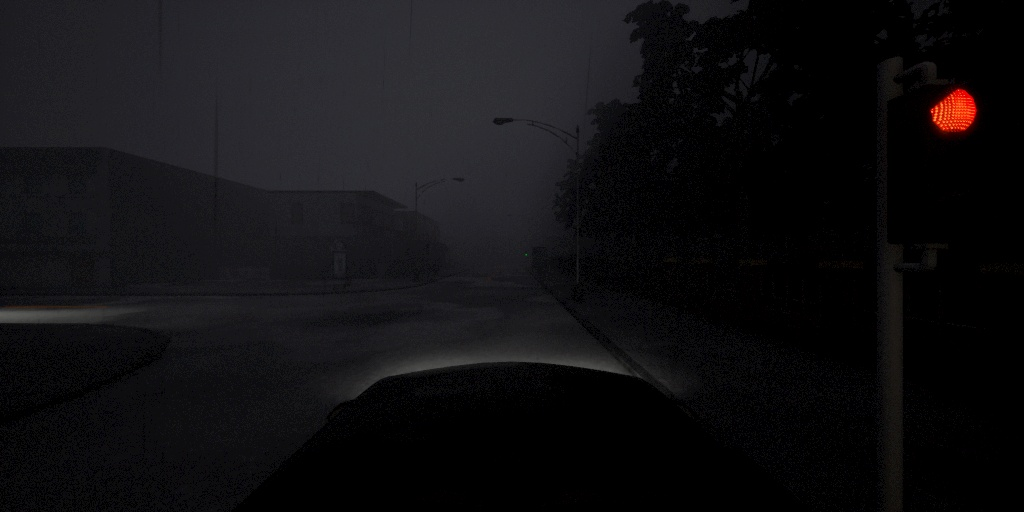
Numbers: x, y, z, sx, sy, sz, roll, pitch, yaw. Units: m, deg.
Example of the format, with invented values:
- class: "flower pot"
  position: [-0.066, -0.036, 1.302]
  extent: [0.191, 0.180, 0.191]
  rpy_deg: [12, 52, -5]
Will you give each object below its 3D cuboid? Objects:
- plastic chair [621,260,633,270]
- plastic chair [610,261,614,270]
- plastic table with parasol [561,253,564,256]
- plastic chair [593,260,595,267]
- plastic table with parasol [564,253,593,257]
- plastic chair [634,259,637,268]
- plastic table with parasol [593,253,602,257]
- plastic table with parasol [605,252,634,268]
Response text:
- class: "plastic chair"
  position: [16.022, 1.296, 50.184]
  extent: [0.750, 1.272, 0.730]
  rpy_deg: [0, 0, -40]
- class: "plastic chair"
  position: [14.316, 1.306, 50.280]
  extent: [0.730, 1.272, 0.750]
  rpy_deg: [0, 0, -35]
- class: "plastic table with parasol"
  position: [10.680, 0.704, 62.362]
  extent: [2.482, 2.480, 2.482]
  rpy_deg: [0, 0, -40]
- class: "plastic chair"
  position: [13.715, 1.304, 58.508]
  extent: [0.730, 1.272, 0.750]
  rpy_deg: [0, 0, -35]
- class: "plastic table with parasol"
  position: [9.970, 0.684, 53.921]
  extent: [2.482, 2.480, 2.482]
  rpy_deg: [0, 0, -40]
- class: "plastic chair"
  position: [18.643, 1.160, 54.631]
  extent: [0.750, 1.272, 0.730]
  rpy_deg: [0, 0, -39]
- class: "plastic table with parasol"
  position: [14.667, 0.672, 59.396]
  extent: [2.482, 2.480, 2.482]
  rpy_deg: [0, 0, -42]
- class: "plastic table with parasol"
  position: [15.289, 0.694, 51.182]
  extent: [2.482, 2.480, 2.482]
  rpy_deg: [0, 0, -40]
